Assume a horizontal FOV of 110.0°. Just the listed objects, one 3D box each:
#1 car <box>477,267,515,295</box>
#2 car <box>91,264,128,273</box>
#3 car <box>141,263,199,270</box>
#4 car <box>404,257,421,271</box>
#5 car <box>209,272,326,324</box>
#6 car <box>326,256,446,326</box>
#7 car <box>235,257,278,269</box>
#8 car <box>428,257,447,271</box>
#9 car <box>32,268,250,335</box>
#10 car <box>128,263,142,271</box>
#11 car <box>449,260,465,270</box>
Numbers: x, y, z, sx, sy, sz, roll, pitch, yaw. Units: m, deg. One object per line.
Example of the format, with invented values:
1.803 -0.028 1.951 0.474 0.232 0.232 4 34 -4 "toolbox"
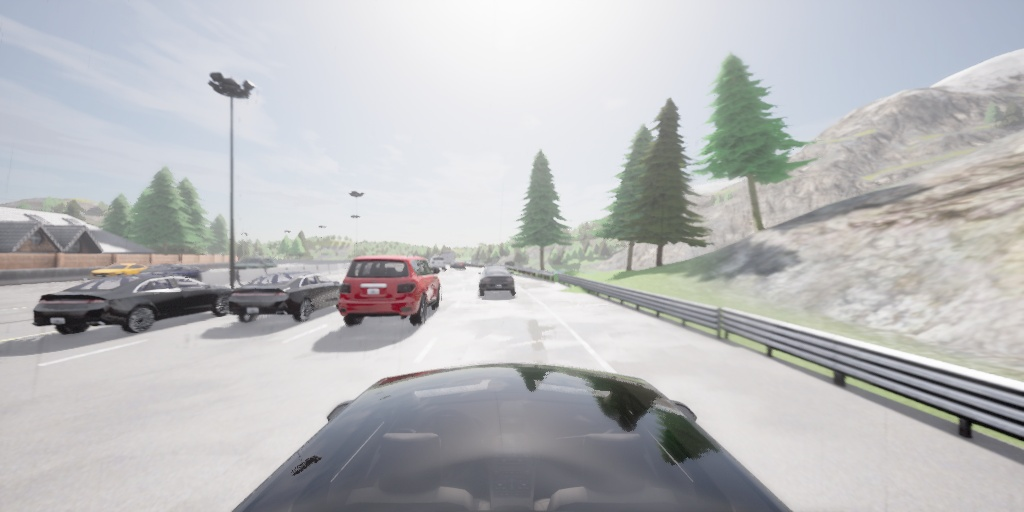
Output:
-0.903 1.311 19.844 1.812 1.442 4.674 0 0 -6 "car"
-35.001 1.423 32.376 1.882 1.535 5.008 0 0 -12 "car"
-27.267 1.510 29.514 1.895 1.301 4.718 0 0 -11 "car"
-14.886 1.124 53.252 2.150 2.045 5.566 0 0 -19 "car"
-7.302 1.290 12.317 2.128 1.511 4.902 0 0 -4 "car"
-3.750 1.006 11.959 2.150 2.045 5.566 0 0 -3 "car"
-24.751 1.132 34.660 2.150 2.045 5.566 0 0 -12 "car"
-11.142 1.109 53.066 2.150 2.045 5.566 0 0 -18 "car"
-10.711 1.301 10.782 2.128 1.511 4.902 0 0 -3 "car"
-31.499 1.424 32.720 2.128 1.511 4.902 0 0 -12 "car"
-8.552 1.372 55.930 2.128 1.511 4.902 0 0 -19 "car"
